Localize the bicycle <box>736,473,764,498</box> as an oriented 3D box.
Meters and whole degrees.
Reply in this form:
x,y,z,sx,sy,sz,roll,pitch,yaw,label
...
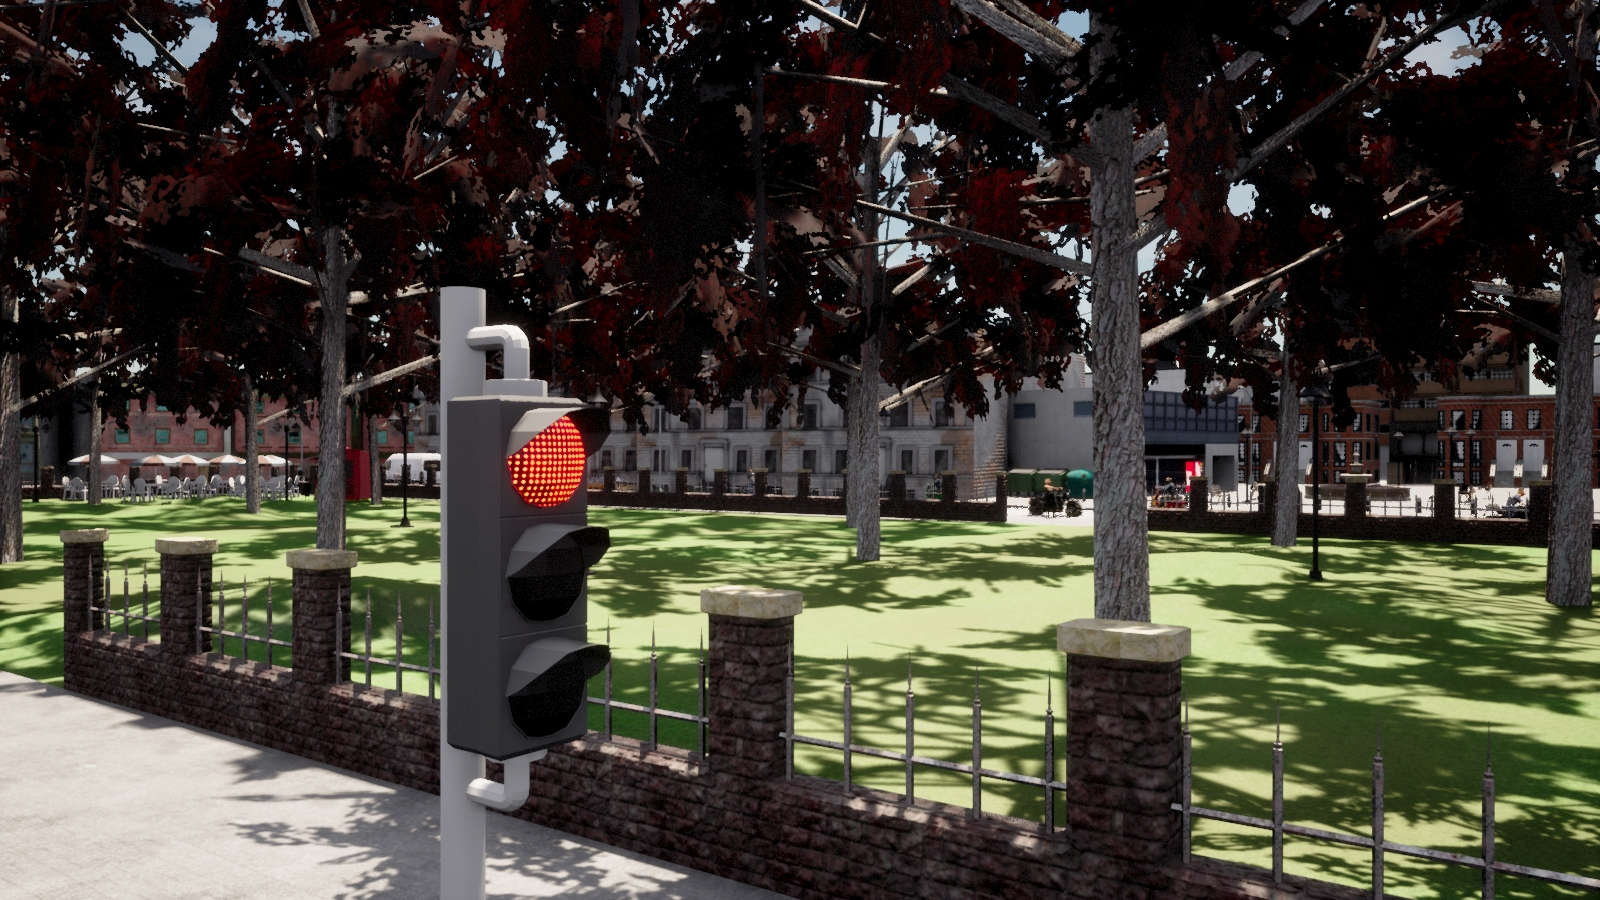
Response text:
x,y,z,sx,sy,sz,roll,pitch,yaw,label
-2.740,1.936,62.356,1.643,1.296,0.373,0,0,36,bicycle

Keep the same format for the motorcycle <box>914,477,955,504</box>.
x,y,z,sx,sy,sz,roll,pitch,yaw,label
6.554,1.962,55.561,1.805,1.236,0.856,0,0,36,motorcycle

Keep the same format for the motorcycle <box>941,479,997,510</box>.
x,y,z,sx,sy,sz,roll,pitch,yaw,label
7.403,1.949,50.048,2.356,1.277,0.764,0,0,36,motorcycle

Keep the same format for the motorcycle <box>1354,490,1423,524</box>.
x,y,z,sx,sy,sz,roll,pitch,yaw,label
20.767,1.994,40.320,2.033,1.145,0.803,-1,-1,36,motorcycle
